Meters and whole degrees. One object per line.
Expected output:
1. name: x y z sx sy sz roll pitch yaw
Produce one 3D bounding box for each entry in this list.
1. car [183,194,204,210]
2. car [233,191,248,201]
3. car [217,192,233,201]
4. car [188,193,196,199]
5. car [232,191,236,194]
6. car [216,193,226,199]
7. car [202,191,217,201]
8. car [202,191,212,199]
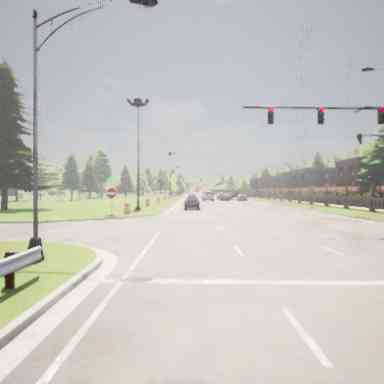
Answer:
1. car: 0.004 1.320 39.651 2.128 1.511 4.902 0 0 0
2. car: 10.508 1.165 70.263 1.882 1.535 5.008 0 0 0
3. car: 7.008 1.239 70.680 1.994 1.385 4.181 0 0 0
4. car: 0.009 1.024 80.683 2.033 1.411 5.357 0 0 0
5. car: 10.509 0.709 80.711 2.150 2.045 5.566 0 0 0
6. car: 7.009 0.961 80.682 1.882 1.535 5.008 0 0 0
7. car: 3.508 0.913 70.292 2.150 2.045 5.566 0 0 0
8. car: 3.509 0.709 80.712 2.150 2.045 5.566 0 0 0
